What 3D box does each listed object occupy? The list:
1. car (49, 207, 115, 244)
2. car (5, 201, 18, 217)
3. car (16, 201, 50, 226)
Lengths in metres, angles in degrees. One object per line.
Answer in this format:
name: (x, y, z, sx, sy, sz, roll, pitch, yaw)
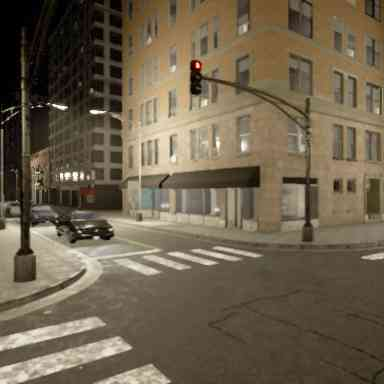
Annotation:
car: (-5.540, 1.607, 16.696, 2.033, 1.411, 5.357, 0, 0, -32)
car: (-17.280, 1.675, 33.095, 1.812, 1.442, 4.674, 0, 0, -36)
car: (-11.415, 1.651, 24.871, 2.033, 1.411, 5.357, 0, 0, -36)
